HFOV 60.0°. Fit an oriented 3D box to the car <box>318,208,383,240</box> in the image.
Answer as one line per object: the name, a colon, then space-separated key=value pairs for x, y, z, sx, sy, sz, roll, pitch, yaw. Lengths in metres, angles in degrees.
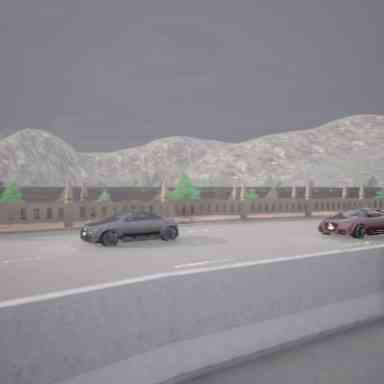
car: x=8.362 y=1.496 z=16.583 sx=4.181 sy=1.385 sz=1.994 roll=0 pitch=0 yaw=-26

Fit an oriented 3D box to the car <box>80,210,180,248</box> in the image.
car: x=-2.642 y=1.499 z=14.513 sx=4.181 sy=1.385 sz=1.994 roll=0 pitch=0 yaw=-31
